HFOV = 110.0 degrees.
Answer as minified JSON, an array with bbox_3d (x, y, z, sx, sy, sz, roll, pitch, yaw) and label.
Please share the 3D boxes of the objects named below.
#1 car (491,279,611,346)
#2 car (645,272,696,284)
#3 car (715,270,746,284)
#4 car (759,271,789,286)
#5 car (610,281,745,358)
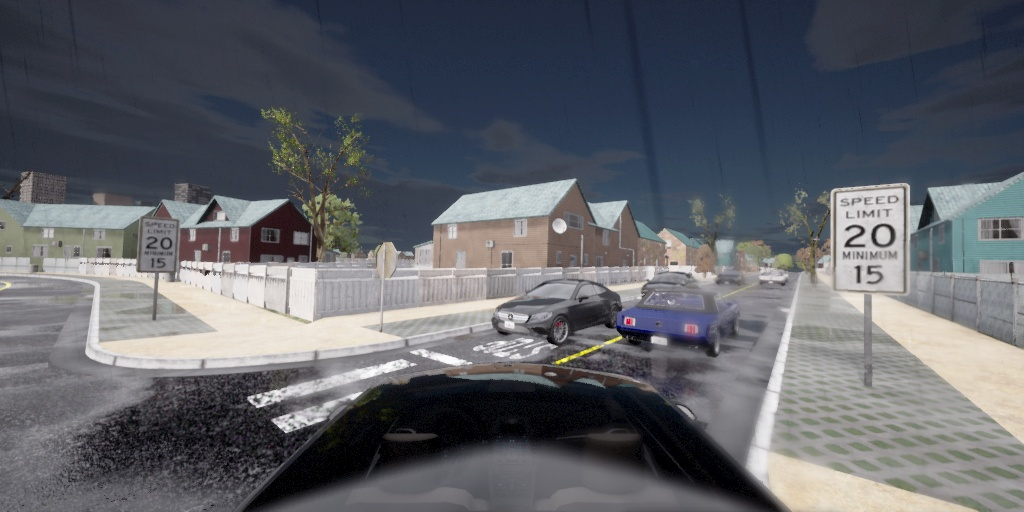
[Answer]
[{"bbox_3d":[1.475,1.373,10.007,1.812,1.442,4.674,0,-1,41],"label":"car"},{"bbox_3d":[8.017,1.553,17.975,1.837,1.490,4.892,0,-1,39],"label":"car"},{"bbox_3d":[20.081,1.981,32.767,2.033,1.411,5.357,0,-1,40],"label":"car"},{"bbox_3d":[24.765,2.128,33.981,1.895,1.301,4.718,0,-1,39],"label":"car"},{"bbox_3d":[4.409,1.481,9.016,1.895,1.301,4.718,0,-1,39],"label":"car"}]
